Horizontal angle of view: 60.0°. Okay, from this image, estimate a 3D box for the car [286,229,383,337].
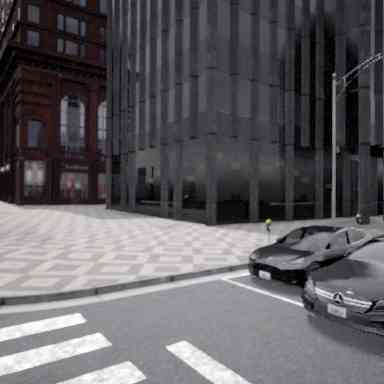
[{"bbox_3d":[4.128,1.565,6.358,4.674,1.442,1.812,1,0,-34],"label":"car"}]

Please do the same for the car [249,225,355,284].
[{"bbox_3d":[3.503,1.616,9.134,4.313,1.339,1.947,1,0,-35],"label":"car"}]
